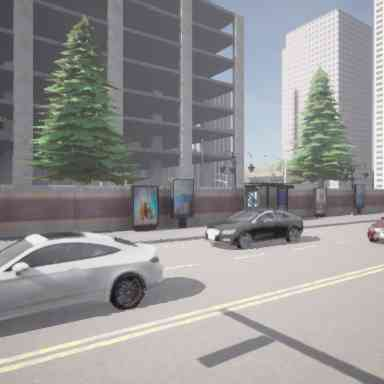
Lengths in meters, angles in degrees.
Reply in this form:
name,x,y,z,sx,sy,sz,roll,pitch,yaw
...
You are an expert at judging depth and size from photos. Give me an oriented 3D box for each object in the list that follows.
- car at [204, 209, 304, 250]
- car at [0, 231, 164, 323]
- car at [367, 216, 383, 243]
name,x,y,z,sx,sy,sz,roll,pitch,yaw
car,2.784,1.491,14.405,4.902,1.511,2.128,0,0,-35
car,-2.766,1.525,6.327,4.674,1.442,1.812,0,0,-35
car,9.825,1.525,15.007,4.674,1.442,1.812,0,0,-35
